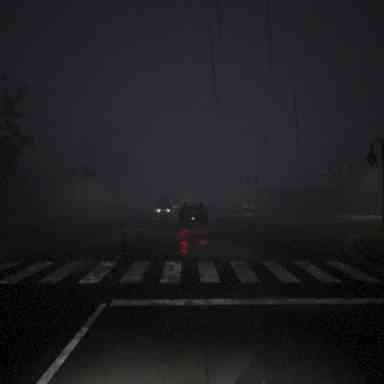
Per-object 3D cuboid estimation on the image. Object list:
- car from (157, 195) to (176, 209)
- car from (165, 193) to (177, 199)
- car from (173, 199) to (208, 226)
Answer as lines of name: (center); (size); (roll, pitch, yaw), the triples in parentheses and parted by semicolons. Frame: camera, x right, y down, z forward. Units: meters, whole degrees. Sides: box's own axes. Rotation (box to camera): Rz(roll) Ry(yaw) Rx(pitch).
car: (-3.621, 1.528, 44.929); (2.033, 1.411, 5.357); (0, 0, 0)
car: (-3.604, 1.198, 55.504); (2.150, 2.045, 5.566); (0, 0, 0)
car: (0.074, 1.430, 23.019); (2.128, 1.511, 4.902); (0, 0, 0)
